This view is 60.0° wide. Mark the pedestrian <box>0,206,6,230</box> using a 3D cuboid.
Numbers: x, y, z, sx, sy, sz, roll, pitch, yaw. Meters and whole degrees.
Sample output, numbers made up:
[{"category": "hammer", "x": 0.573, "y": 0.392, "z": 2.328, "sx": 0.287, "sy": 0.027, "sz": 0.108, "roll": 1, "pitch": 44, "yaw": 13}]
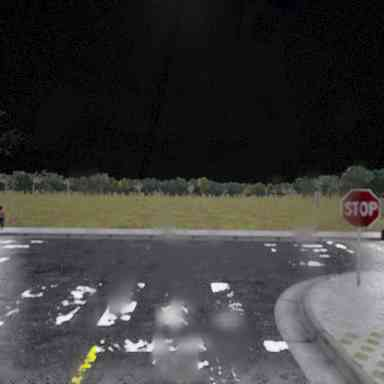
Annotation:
[{"category": "pedestrian", "x": -9.688, "y": 0.975, "z": 16.993, "sx": 0.375, "sy": 1.860, "sz": 0.375, "roll": 0, "pitch": -1, "yaw": 0}]

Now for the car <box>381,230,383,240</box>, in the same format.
[{"category": "car", "x": 10.480, "y": 1.701, "z": 14.200, "sx": 4.181, "sy": 1.385, "sz": 1.994, "roll": 1, "pitch": 0, "yaw": 0}]
